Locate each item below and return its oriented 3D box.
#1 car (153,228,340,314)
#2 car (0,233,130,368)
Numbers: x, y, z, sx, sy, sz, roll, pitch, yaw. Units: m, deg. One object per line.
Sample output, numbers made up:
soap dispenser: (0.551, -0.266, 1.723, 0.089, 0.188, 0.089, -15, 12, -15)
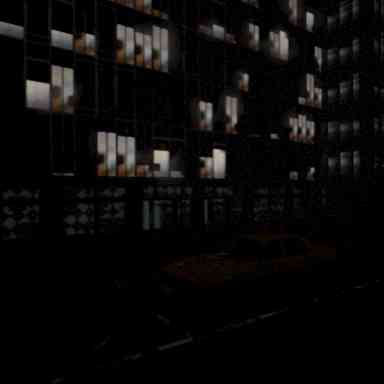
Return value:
car: (1.468, 1.535, 7.615, 4.829, 1.417, 1.752, 0, -1, -35)
car: (-3.022, 1.441, 4.416, 4.097, 1.590, 1.967, 0, -1, -35)
